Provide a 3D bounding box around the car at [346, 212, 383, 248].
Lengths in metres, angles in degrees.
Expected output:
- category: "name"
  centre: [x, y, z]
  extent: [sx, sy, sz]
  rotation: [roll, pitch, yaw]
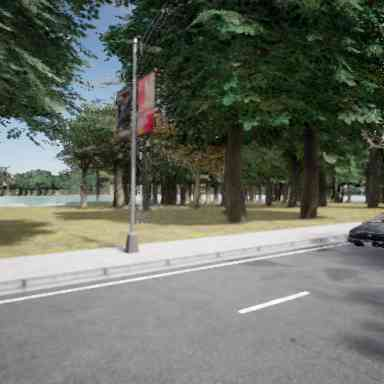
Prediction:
- category: "car"
  centre: [8.669, 1.525, 13.858]
  extent: [5.357, 1.411, 2.033]
  rotation: [0, 0, -35]
